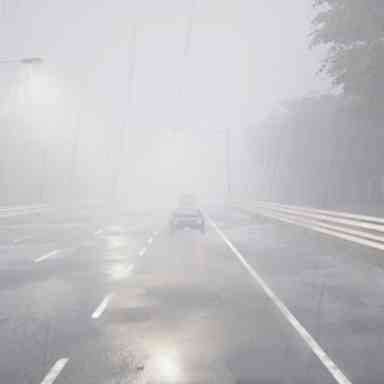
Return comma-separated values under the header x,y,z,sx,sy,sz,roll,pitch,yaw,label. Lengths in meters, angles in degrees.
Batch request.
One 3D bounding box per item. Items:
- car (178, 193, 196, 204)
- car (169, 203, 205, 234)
x,y,z,sx,sy,sz,roll,pitch,yaw,label
-0.638,1.210,44.004,2.150,2.045,5.566,-2,0,1,car
-0.279,1.587,19.286,1.895,1.301,4.718,-2,0,-1,car
